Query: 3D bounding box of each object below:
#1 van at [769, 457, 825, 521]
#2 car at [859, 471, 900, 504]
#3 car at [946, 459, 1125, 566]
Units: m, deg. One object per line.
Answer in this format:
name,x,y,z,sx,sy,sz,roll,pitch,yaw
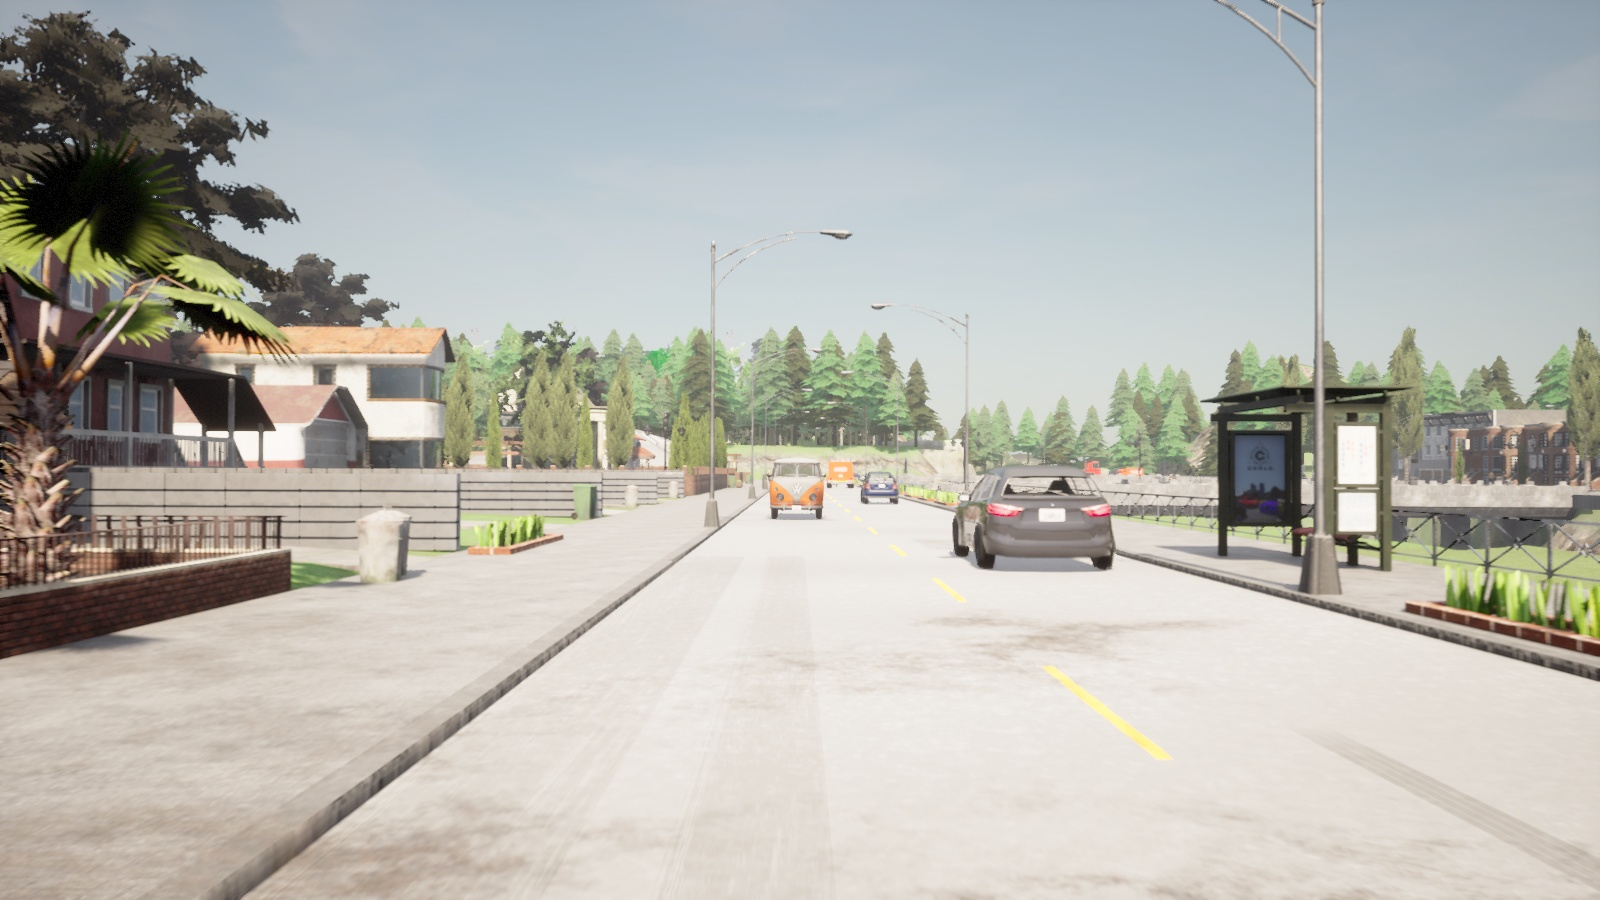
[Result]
van,-0.099,1.264,41.565,1.775,1.987,4.442,0,-1,0
car,3.856,1.805,61.334,1.789,1.549,3.705,0,-1,0
car,3.948,1.010,21.943,2.242,1.667,4.611,0,-1,0
